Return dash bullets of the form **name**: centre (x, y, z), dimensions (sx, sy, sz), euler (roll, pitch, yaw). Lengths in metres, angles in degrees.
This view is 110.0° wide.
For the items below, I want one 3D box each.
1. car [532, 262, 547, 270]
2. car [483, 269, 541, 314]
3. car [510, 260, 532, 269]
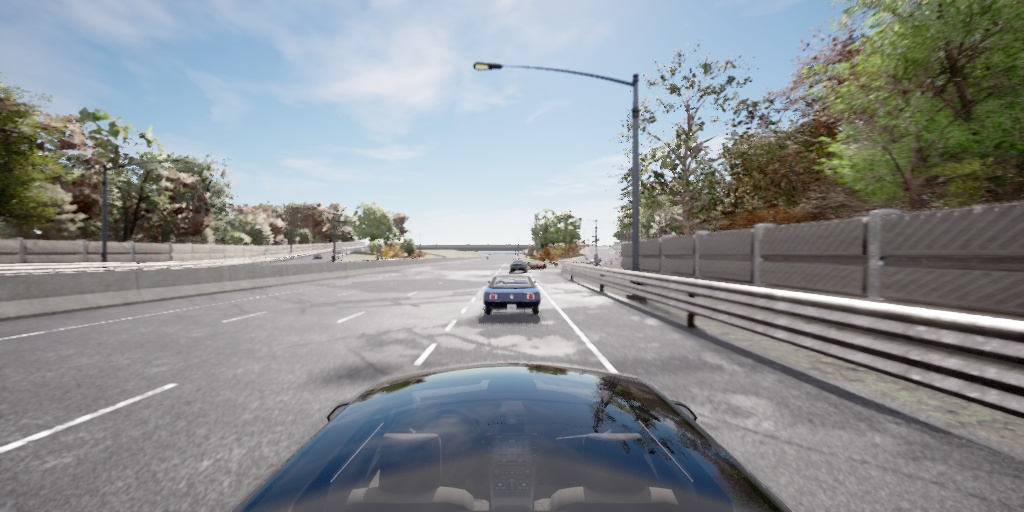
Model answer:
- **car**: centre (4.382, 1.608, 58.015), dimensions (1.895, 1.301, 4.718), euler (0, -1, 18)
- **car**: centre (-0.001, 1.345, 13.815), dimensions (1.895, 1.301, 4.718), euler (0, 0, 0)
- **car**: centre (0.904, 1.243, 42.390), dimensions (1.837, 1.490, 4.892), euler (-1, 0, 8)
